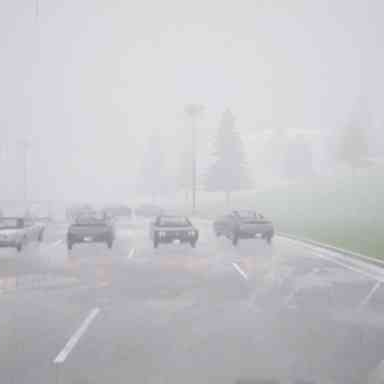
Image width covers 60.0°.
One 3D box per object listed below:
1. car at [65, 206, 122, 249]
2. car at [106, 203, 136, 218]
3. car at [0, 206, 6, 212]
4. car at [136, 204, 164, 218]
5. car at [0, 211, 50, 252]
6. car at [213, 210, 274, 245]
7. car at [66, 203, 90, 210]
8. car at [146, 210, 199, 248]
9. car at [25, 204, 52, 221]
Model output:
[{"bbox_3d":[-4.506,1.640,15.335,2.128,1.511,4.902,0,0,-11],"label":"car"},{"bbox_3d":[-7.606,1.793,33.015,1.882,1.535,5.008,0,0,-31],"label":"car"},{"bbox_3d":[-16.351,1.811,27.200,2.033,1.411,5.357,0,-1,-31],"label":"car"},{"bbox_3d":[-4.503,1.894,34.653,1.994,1.385,4.181,0,-1,-31],"label":"car"},{"bbox_3d":[-7.910,1.742,14.552,1.895,1.301,4.718,0,-1,-10],"label":"car"},{"bbox_3d":[2.401,1.649,16.536,2.128,1.511,4.902,0,0,-10],"label":"car"},{"bbox_3d":[-10.517,1.791,31.050,2.128,1.511,4.902,0,-1,-32],"label":"car"},{"bbox_3d":[-1.009,1.751,15.753,1.895,1.301,4.718,0,-1,-10],"label":"car"},{"bbox_3d":[-13.562,1.809,29.317,1.812,1.442,4.674,0,0,-32],"label":"car"}]
